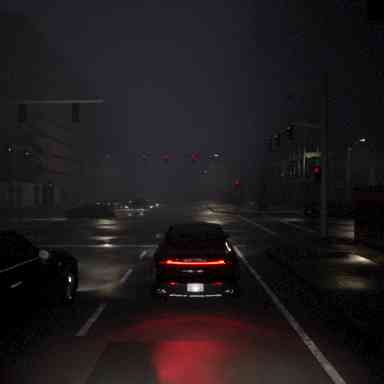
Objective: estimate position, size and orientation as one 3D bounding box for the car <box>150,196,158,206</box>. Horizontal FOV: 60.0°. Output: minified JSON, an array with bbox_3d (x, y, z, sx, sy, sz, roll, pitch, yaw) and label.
[{"bbox_3d":[-7.390,1.478,56.536,1.882,1.535,5.008,0,0,1],"label":"car"}]

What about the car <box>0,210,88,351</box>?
[{"bbox_3d":[-3.445,1.352,5.196,2.097,1.767,4.553,0,0,0],"label":"car"}]

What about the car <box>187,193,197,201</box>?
[{"bbox_3d":[-0.035,1.225,81.080,2.150,2.045,5.566,0,0,1],"label":"car"}]

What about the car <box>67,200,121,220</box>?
[{"bbox_3d":[-8.461,1.590,27.794,4.181,1.385,1.994,0,0,0],"label":"car"}]

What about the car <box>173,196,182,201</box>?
[{"bbox_3d":[-3.522,1.553,82.260,1.994,1.385,4.181,0,0,1],"label":"car"}]

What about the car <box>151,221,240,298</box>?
[{"bbox_3d":[0.082,1.505,8.518,1.837,1.490,4.892,0,0,0],"label":"car"}]

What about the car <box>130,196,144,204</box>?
[{"bbox_3d":[-10.744,1.526,65.435,1.812,1.442,4.674,0,0,1],"label":"car"}]

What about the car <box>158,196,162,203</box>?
[{"bbox_3d":[-7.215,1.491,66.963,2.128,1.511,4.902,0,0,1],"label":"car"}]

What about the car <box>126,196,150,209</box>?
[{"bbox_3d":[-7.456,1.505,46.467,1.837,1.490,4.892,0,0,0],"label":"car"}]

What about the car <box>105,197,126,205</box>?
[{"bbox_3d":[-10.925,1.547,44.579,2.033,1.411,5.357,0,0,3],"label":"car"}]

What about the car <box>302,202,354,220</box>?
[{"bbox_3d":[11.608,1.581,27.730,4.674,1.442,1.812,0,0,0],"label":"car"}]
